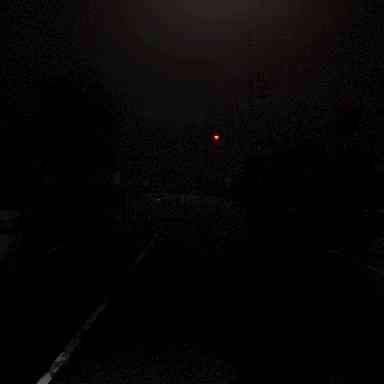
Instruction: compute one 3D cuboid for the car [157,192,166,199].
[{"bbox_3d":[-7.459,0.887,82.419,1.837,1.490,4.892,0,1,-3],"label":"car"}]
